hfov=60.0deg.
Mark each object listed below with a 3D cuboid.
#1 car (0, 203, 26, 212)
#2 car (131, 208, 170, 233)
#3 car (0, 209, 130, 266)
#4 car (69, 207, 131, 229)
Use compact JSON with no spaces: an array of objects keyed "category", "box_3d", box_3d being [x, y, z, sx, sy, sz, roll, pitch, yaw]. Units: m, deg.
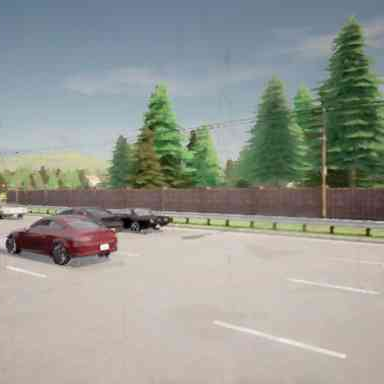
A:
[{"category":"car","box_3d":[-16.228,1.577,28.465,4.718,1.301,1.895,0,0,36]},{"category":"car","box_3d":[-3.659,1.589,19.500,4.718,1.301,1.895,0,0,35]},{"category":"car","box_3d":[-4.554,1.517,11.540,4.674,1.442,1.812,0,0,36]},{"category":"car","box_3d":[-5.535,1.493,16.540,4.892,1.490,1.837,0,0,36]}]
